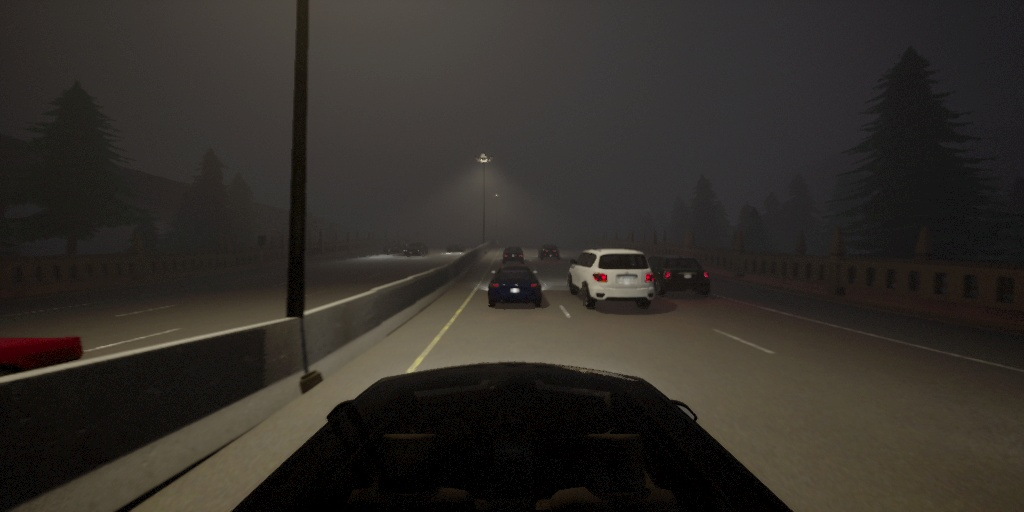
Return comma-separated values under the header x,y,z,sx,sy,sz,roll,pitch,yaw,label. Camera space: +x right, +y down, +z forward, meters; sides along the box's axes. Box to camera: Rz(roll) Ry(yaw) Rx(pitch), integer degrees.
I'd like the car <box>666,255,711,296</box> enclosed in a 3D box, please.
x,y,z,sx,sy,sz,roll,pitch,yaw,label
7.101,0.728,16.607,2.097,1.767,4.553,0,3,0,car

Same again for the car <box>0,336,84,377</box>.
x,y,z,sx,sy,sz,roll,pitch,yaw,label
-7.101,1.348,2.869,1.895,1.301,4.718,0,0,0,car

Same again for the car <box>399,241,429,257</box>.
x,y,z,sx,sy,sz,roll,pitch,yaw,label
-10.585,-0.791,39.862,1.837,1.490,4.892,0,5,0,car

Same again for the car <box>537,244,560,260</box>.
x,y,z,sx,sy,sz,roll,pitch,yaw,label
3.606,-0.480,35.687,1.837,1.490,4.892,0,4,0,car

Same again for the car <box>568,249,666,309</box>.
x,y,z,sx,sy,sz,roll,pitch,yaw,label
3.596,0.729,13.906,2.150,2.045,5.566,0,3,0,car

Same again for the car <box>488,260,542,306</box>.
x,y,z,sx,sy,sz,roll,pitch,yaw,label
0.100,1.059,14.235,1.994,1.385,4.181,0,2,0,car

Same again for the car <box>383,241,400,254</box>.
x,y,z,sx,sy,sz,roll,pitch,yaw,label
-14.078,-1.080,43.568,2.128,1.511,4.902,0,4,0,car

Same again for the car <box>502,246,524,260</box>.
x,y,z,sx,sy,sz,roll,pitch,yaw,label
0.106,-0.162,32.005,2.033,1.411,5.357,0,4,0,car

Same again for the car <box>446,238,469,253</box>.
x,y,z,sx,sy,sz,roll,pitch,yaw,label
-7.072,-1.154,45.507,1.994,1.385,4.181,0,4,0,car
